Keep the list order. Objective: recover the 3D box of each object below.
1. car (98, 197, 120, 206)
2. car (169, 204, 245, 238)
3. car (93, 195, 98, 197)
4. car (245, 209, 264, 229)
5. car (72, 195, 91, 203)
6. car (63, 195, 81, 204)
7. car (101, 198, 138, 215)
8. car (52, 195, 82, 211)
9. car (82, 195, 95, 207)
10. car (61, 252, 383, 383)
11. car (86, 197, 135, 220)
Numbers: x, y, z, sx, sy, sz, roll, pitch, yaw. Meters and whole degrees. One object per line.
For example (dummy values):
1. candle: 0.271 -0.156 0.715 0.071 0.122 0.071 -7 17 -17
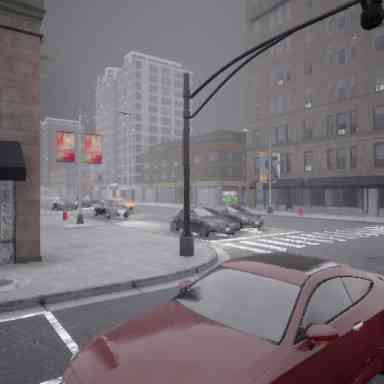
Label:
1. car: -13.788 1.513 54.748 1.895 1.301 4.718 0 0 -36
2. car: 0.439 1.509 17.813 1.812 1.442 4.674 0 0 -33
3. car: -16.039 1.270 52.317 2.097 1.767 4.553 0 0 -36
4. car: 2.367 1.502 20.905 1.812 1.442 4.674 0 0 -36
5. car: -22.044 1.436 66.192 2.033 1.411 5.357 0 0 -36
6. car: -21.710 1.407 60.181 1.837 1.490 4.892 0 0 -36
7. car: -7.688 1.428 34.853 1.882 1.535 5.008 0 0 -36
8. car: -15.146 1.293 39.662 2.097 1.767 4.553 0 0 -36
9. car: -15.382 1.495 45.583 1.994 1.385 4.181 0 0 -35
10. car: 0.918 1.526 3.868 4.674 1.442 1.812 0 1 -41
11. car: -6.951 1.455 28.268 2.128 1.511 4.902 0 0 -36
